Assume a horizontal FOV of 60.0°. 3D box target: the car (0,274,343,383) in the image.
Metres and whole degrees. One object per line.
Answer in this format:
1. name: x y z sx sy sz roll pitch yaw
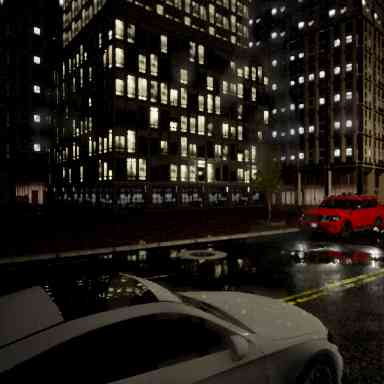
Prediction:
1. car: -0.605 1.525 2.987 4.674 1.442 1.812 0 0 -35

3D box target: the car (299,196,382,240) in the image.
1. car: 7.990 1.222 17.449 5.566 2.045 2.150 0 0 -37

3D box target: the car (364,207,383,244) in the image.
1. car: 9.782 1.526 14.730 4.674 1.442 1.812 0 0 -37
